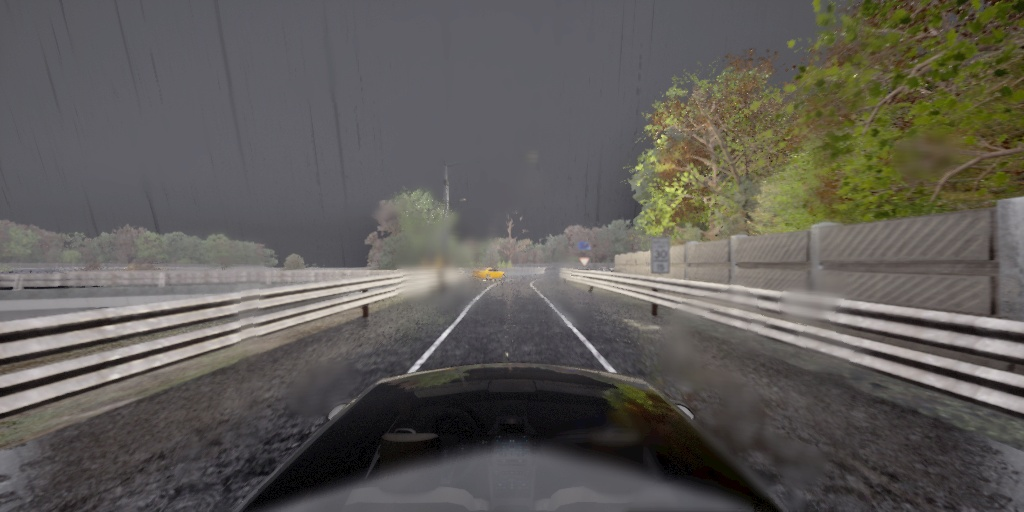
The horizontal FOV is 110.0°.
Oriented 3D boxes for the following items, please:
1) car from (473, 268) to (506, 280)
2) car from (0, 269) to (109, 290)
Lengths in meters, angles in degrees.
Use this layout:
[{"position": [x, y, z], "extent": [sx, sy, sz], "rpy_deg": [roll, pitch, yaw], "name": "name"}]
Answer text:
[{"position": [-2.767, 2.236, 45.411], "extent": [1.882, 1.535, 5.008], "rpy_deg": [-1, -2, 38], "name": "car"}, {"position": [-28.118, 1.483, 21.384], "extent": [5.357, 1.411, 2.033], "rpy_deg": [1, -2, -33], "name": "car"}]
